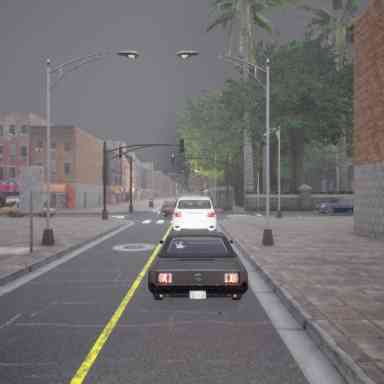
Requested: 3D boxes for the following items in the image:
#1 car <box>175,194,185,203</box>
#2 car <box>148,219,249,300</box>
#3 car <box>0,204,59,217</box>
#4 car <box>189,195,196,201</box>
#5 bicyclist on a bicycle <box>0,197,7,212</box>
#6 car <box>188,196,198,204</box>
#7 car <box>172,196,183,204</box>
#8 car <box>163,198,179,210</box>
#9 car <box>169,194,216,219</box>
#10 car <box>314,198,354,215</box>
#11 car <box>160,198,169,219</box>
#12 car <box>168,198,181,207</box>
[{"bbox_3d":[-2.656,1.405,73.971,2.097,1.767,4.553,0,0,0],"label":"car"},{"bbox_3d":[0.111,1.603,8.332,1.895,1.301,4.718,0,0,0],"label":"car"},{"bbox_3d":[-14.403,1.572,29.666,4.829,1.417,1.752,0,0,0],"label":"car"},{"bbox_3d":[0.107,1.608,84.575,1.837,1.490,4.892,0,0,0],"label":"car"},{"bbox_3d":[-20.098,1.373,35.313,0.582,1.620,1.656,0,0,0],"label":"bicyclist on a bicycle"},{"bbox_3d":[0.186,1.559,68.798,2.128,1.511,4.902,0,0,0],"label":"car"},{"bbox_3d":[-2.724,1.539,63.836,1.882,1.535,5.008,0,0,1],"label":"car"},{"bbox_3d":[-2.791,1.564,44.547,1.812,1.442,4.674,0,0,0],"label":"car"},{"bbox_3d":[0.128,1.230,18.096,2.150,2.045,5.566,0,0,0],"label":"car"},{"bbox_3d":[14.366,1.335,32.404,4.553,1.767,2.097,0,0,0],"label":"car"},{"bbox_3d":[-0.485,1.498,28.796,5.008,1.535,1.882,0,-1,-41],"label":"car"},{"bbox_3d":[-2.773,1.650,53.723,1.895,1.301,4.718,0,0,0],"label":"car"}]
